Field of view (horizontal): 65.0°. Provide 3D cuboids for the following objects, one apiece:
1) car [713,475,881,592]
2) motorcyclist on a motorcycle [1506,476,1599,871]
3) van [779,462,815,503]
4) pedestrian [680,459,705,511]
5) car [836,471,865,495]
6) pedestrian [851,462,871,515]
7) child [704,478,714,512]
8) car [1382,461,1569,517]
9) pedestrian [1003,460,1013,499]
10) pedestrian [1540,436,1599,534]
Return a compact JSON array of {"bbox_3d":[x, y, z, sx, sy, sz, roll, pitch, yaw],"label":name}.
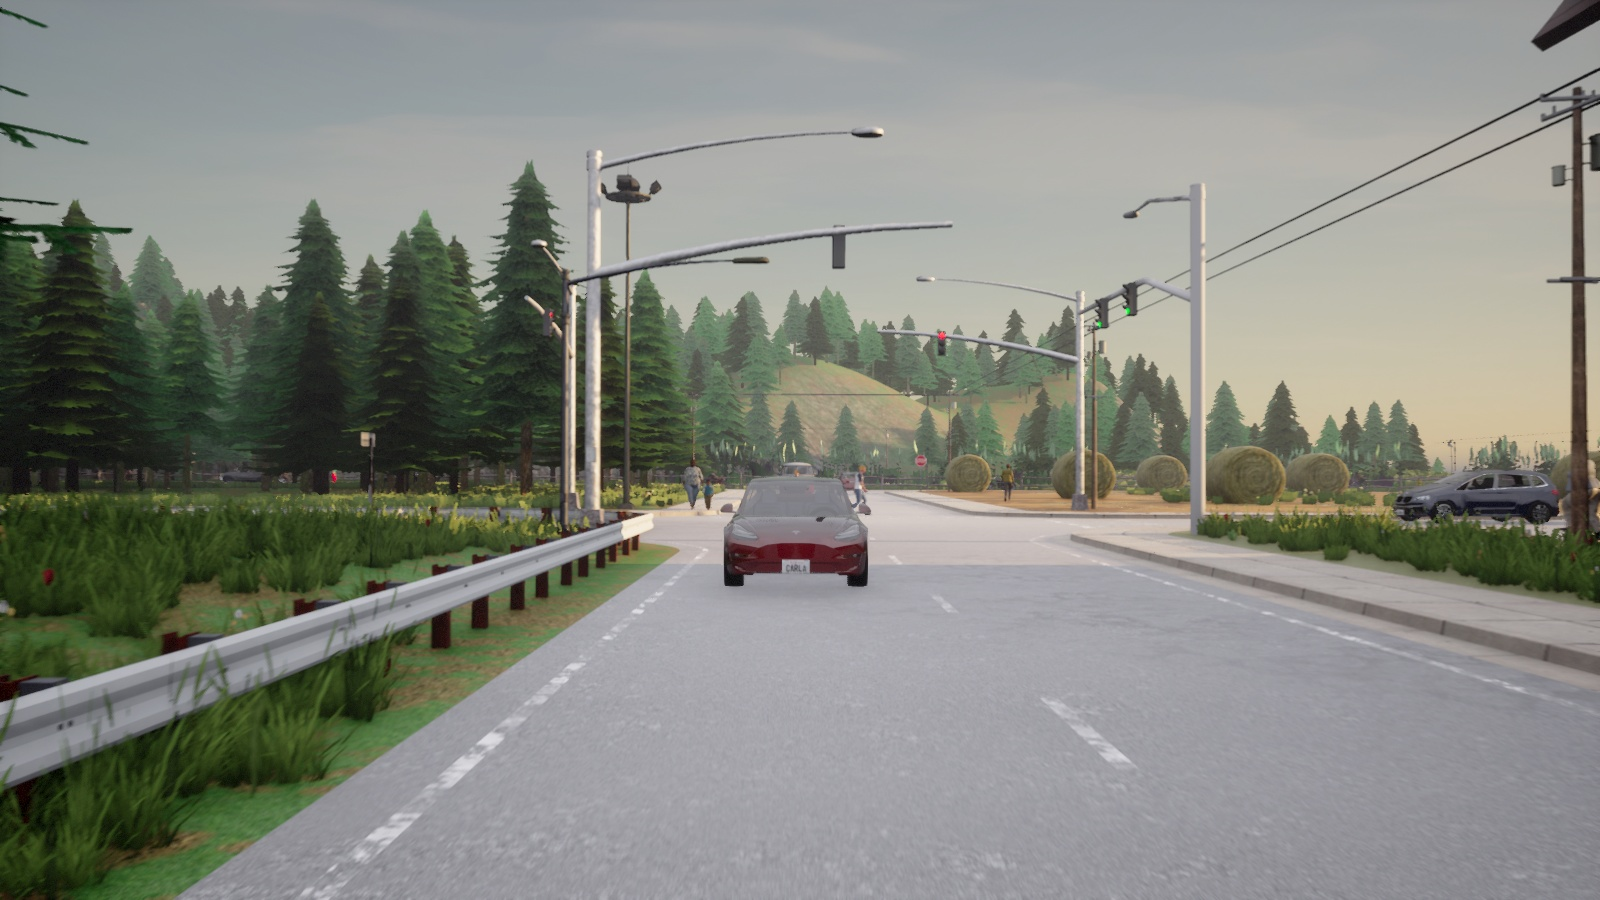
[{"bbox_3d":[-0.053,1.126,18.571,2.163,1.488,4.792,0,-1,0],"label":"car"},{"bbox_3d":[3.489,0.857,4.455,0.797,1.523,2.044,0,-1,0],"label":"motorcyclist on a motorcycle"},{"bbox_3d":[-0.155,1.630,63.453,1.775,1.987,4.442,0,-1,0],"label":"van"},{"bbox_3d":[-3.851,1.241,45.128,0.874,1.855,0.900,0,-1,-4],"label":"pedestrian"},{"bbox_3d":[3.300,2.166,82.812,1.789,1.549,3.705,0,-1,0],"label":"car"},{"bbox_3d":[2.122,1.323,43.622,0.706,1.836,0.354,0,-1,3],"label":"pedestrian"},{"bbox_3d":[-3.259,1.616,45.007,0.343,1.192,0.448,0,-1,-2],"label":"child"},{"bbox_3d":[20.906,1.198,39.013,4.611,1.667,2.242,0,-1,-1],"label":"car"},{"bbox_3d":[9.830,1.408,59.332,0.370,1.835,0.726,-1,-1,19],"label":"pedestrian"},{"bbox_3d":[15.045,0.675,24.297,0.874,1.855,0.900,0,-1,-22],"label":"pedestrian"}]
